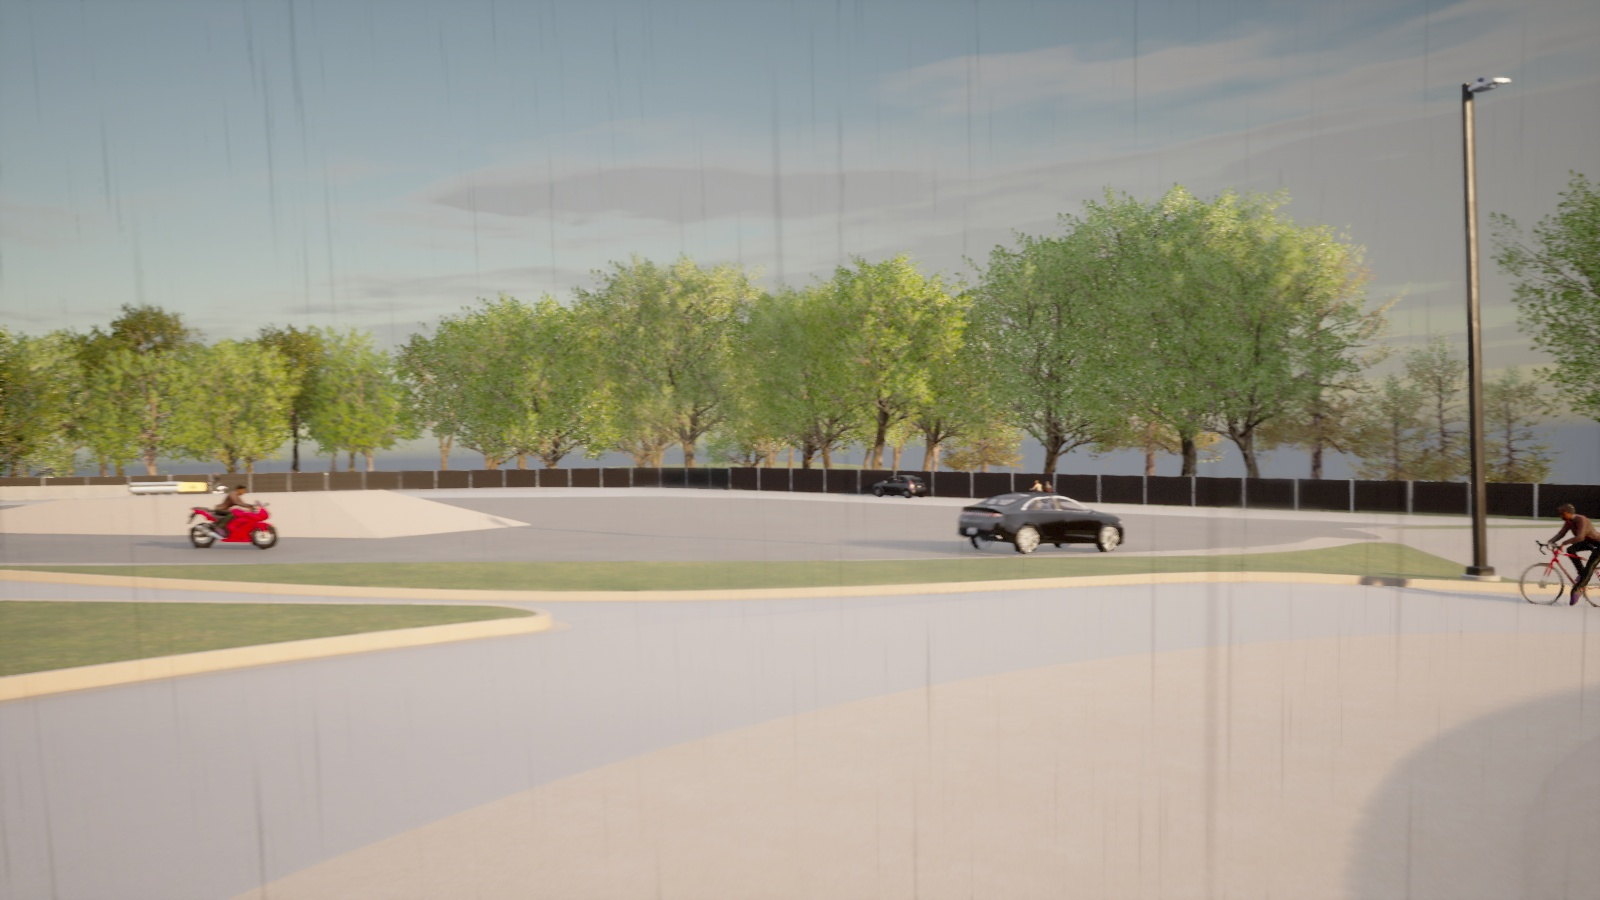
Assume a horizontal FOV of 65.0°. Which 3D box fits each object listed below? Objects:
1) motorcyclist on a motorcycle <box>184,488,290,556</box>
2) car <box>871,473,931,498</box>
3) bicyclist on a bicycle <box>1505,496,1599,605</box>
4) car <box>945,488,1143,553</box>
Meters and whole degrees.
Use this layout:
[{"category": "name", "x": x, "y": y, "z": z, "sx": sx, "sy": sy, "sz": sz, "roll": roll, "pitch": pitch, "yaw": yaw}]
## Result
[{"category": "motorcyclist on a motorcycle", "x": -12.963, "y": 1.646, "z": 28.969, "sx": 2.044, "sy": 1.523, "sz": 0.797, "roll": 1, "pitch": -1, "yaw": -3}, {"category": "car", "x": 7.276, "y": 2.530, "z": 90.587, "sx": 3.988, "sy": 1.617, "sz": 1.851, "roll": 1, "pitch": 3, "yaw": 45}, {"category": "bicyclist on a bicycle", "x": 12.027, "y": 1.567, "z": 19.605, "sx": 1.656, "sy": 1.620, "sz": 0.582, "roll": 2, "pitch": 0, "yaw": 1}, {"category": "car", "x": 6.329, "y": 1.778, "z": 32.394, "sx": 4.902, "sy": 1.511, "sz": 2.128, "roll": 2, "pitch": -1, "yaw": -34}]
